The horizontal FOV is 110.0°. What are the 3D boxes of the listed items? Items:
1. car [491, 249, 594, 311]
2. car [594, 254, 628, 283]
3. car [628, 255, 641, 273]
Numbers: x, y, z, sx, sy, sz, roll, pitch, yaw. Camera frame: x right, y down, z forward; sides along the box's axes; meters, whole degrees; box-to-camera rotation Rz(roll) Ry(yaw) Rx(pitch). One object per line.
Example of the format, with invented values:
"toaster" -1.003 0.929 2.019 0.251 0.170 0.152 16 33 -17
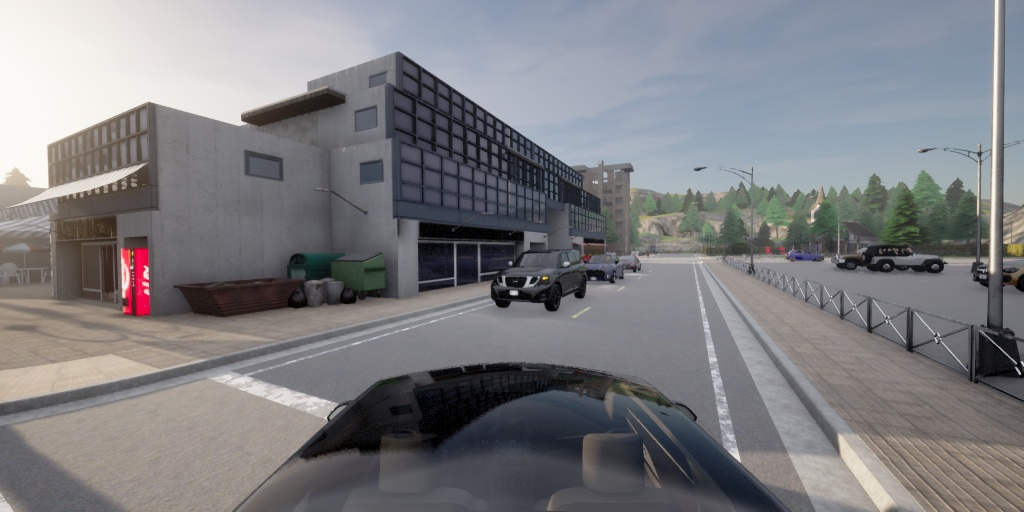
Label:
"car" 1.290 0.757 13.780 2.150 2.045 5.566 0 1 26
"car" 5.679 0.677 22.583 2.097 1.767 4.553 0 1 26
"car" 10.250 0.632 31.738 1.812 1.442 4.674 0 1 27
